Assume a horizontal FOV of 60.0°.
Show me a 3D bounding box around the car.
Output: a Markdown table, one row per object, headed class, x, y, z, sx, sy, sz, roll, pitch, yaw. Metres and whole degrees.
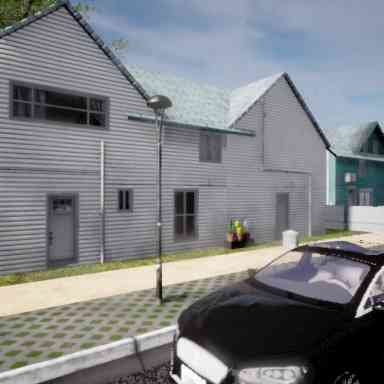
| class | x | y | z | sx | sy | sz | roll | pitch | yaw |
| --- | --- | --- | --- | --- | --- | --- | --- | --- | --- |
| car | 2.006 | 1.492 | 4.502 | 4.902 | 1.511 | 2.128 | 0 | 0 | -35 |
